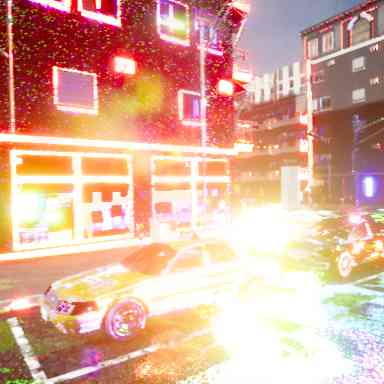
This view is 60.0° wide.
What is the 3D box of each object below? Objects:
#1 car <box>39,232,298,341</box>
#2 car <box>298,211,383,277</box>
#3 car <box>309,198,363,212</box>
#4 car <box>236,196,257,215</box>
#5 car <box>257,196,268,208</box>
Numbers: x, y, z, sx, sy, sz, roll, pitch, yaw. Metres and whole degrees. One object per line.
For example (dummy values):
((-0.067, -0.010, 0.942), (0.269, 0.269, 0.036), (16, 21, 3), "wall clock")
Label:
((-0.268, 1.491, 6.412), (4.829, 1.417, 1.752), (-1, 0, -36), "car")
((4.456, 1.458, 9.835), (4.403, 1.369, 2.008), (-1, 0, -36), "car")
((13.480, 1.212, 31.417), (1.752, 1.417, 4.829), (-2, 1, -36), "car")
((3.547, 1.348, 30.829), (1.967, 1.590, 4.097), (-2, 1, -36), "car")
((7.070, 1.156, 40.230), (1.967, 1.590, 4.097), (-2, 1, -36), "car")
